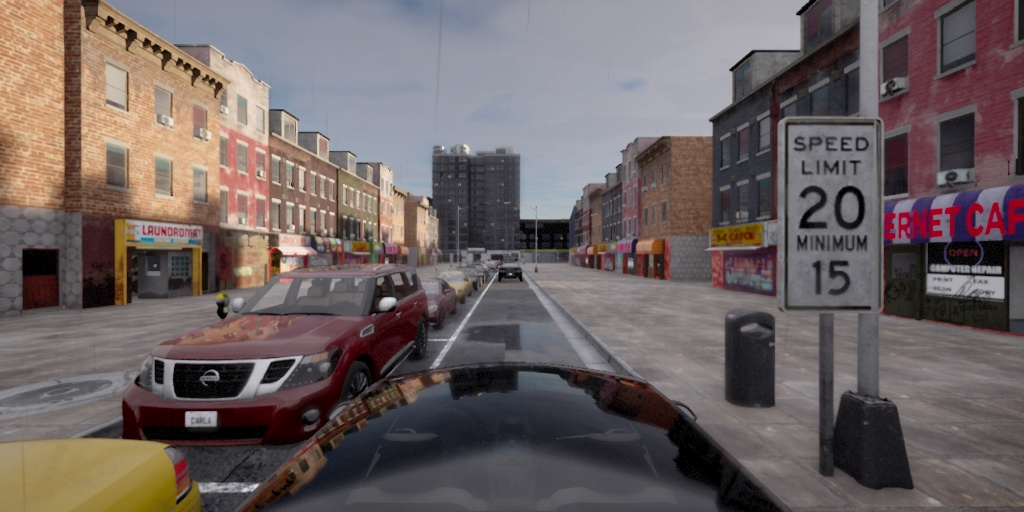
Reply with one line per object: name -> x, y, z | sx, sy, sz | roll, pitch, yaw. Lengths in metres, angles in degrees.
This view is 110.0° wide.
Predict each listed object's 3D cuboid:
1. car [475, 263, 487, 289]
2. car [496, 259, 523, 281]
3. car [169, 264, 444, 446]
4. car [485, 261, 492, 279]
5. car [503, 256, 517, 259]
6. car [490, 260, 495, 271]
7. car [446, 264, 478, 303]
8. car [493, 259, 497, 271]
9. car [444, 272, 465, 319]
car -> -2.799, 1.320, 21.911 | 1.948, 1.339, 4.313 | 0, 0, 0
car -> -0.133, 1.235, 29.960 | 1.882, 1.535, 5.008 | 0, 0, 0
car -> -2.657, 1.065, 5.556 | 2.192, 1.841, 5.009 | 0, 0, 0
car -> -2.847, 1.322, 27.363 | 1.948, 1.339, 4.313 | 0, 0, 0
car -> -0.257, 0.984, 44.475 | 2.150, 2.045, 5.566 | 0, 0, 0
car -> -2.894, 1.309, 32.815 | 2.007, 1.370, 4.403 | 0, 0, 0
car -> -2.751, 1.278, 16.290 | 1.751, 1.417, 4.829 | 0, 0, 0
car -> -3.036, 1.315, 49.171 | 2.007, 1.370, 4.403 | 0, 0, 0
car -> -2.705, 1.334, 11.008 | 1.802, 1.307, 4.207 | 0, 0, 0
